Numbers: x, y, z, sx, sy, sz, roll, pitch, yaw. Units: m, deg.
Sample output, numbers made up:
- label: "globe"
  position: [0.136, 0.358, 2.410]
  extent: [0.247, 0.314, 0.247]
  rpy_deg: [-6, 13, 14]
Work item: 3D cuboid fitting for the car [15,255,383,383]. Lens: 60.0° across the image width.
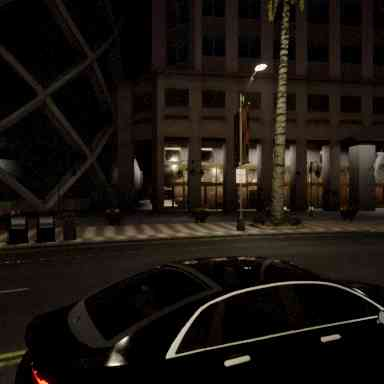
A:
- label: "car"
  position: [0.802, 1.505, 3.700]
  extent: [4.892, 1.490, 1.837]
  rpy_deg: [0, 0, -26]
